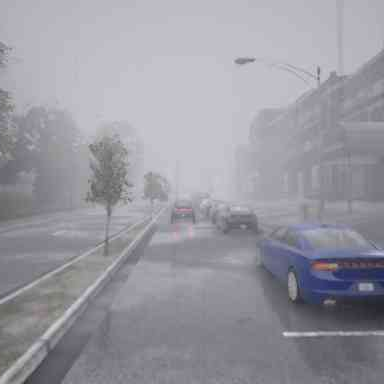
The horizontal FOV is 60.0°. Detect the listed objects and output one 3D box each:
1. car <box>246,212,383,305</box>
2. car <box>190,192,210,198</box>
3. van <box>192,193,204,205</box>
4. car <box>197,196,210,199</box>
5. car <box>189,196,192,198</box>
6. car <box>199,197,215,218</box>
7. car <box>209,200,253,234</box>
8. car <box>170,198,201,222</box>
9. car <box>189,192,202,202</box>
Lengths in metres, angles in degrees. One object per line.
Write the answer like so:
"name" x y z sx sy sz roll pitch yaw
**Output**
"car" 2.915 1.476 8.160 2.097 1.535 5.008 0 0 -1
"car" 1.451 1.131 46.892 2.435 2.045 5.566 0 0 -2
"van" 1.027 1.104 58.065 1.878 1.987 4.442 0 0 -2
"car" 1.872 1.463 35.777 2.002 1.452 4.674 0 0 -2
"car" -1.352 1.482 42.898 1.994 1.385 4.181 0 0 -2
"car" 2.079 1.468 30.265 2.163 1.488 4.792 0 0 -2
"car" 2.500 1.463 19.145 2.231 1.521 4.892 0 0 -2
"car" -0.718 1.459 26.123 2.128 1.511 4.902 0 0 -2
"car" 0.610 1.015 69.061 2.435 2.045 5.566 0 0 -2
